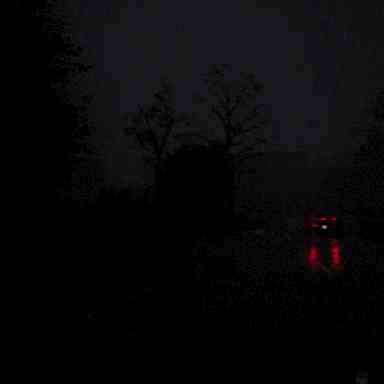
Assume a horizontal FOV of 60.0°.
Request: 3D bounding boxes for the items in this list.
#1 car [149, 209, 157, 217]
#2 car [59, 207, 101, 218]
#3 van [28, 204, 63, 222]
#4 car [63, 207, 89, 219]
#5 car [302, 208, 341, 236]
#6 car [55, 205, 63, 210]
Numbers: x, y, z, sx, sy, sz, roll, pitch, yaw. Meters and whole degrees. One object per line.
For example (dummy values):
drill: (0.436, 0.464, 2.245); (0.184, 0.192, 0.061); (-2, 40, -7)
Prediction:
car: (-4.835, 2.308, 39.962); (2.231, 1.521, 4.892); (-2, -1, 10)
car: (-15.808, 2.894, 47.023); (5.357, 1.411, 2.033); (-3, -1, 10)
van: (-18.571, 2.616, 42.471); (1.878, 1.987, 4.442); (-3, -1, 10)
car: (-13.246, 2.604, 41.228); (1.946, 1.575, 5.366); (-2, -1, 10)
car: (7.766, 1.700, 20.073); (2.128, 1.511, 4.902); (-1, -1, 17)
car: (-15.865, 2.713, 41.688); (1.946, 1.575, 5.366); (-3, -1, 10)
